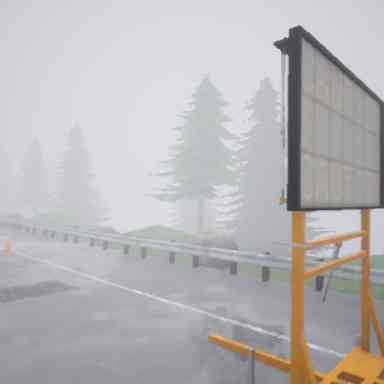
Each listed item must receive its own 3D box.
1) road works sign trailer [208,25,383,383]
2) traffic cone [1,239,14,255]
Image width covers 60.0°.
[{"bbox_3d":[1.314,0.571,3.352,2.880,3.560,2.380,0,-2,42],"label":"road works sign trailer"},{"bbox_3d":[-7.305,2.153,13.187,0.340,0.580,0.340,0,-2,42],"label":"traffic cone"}]
